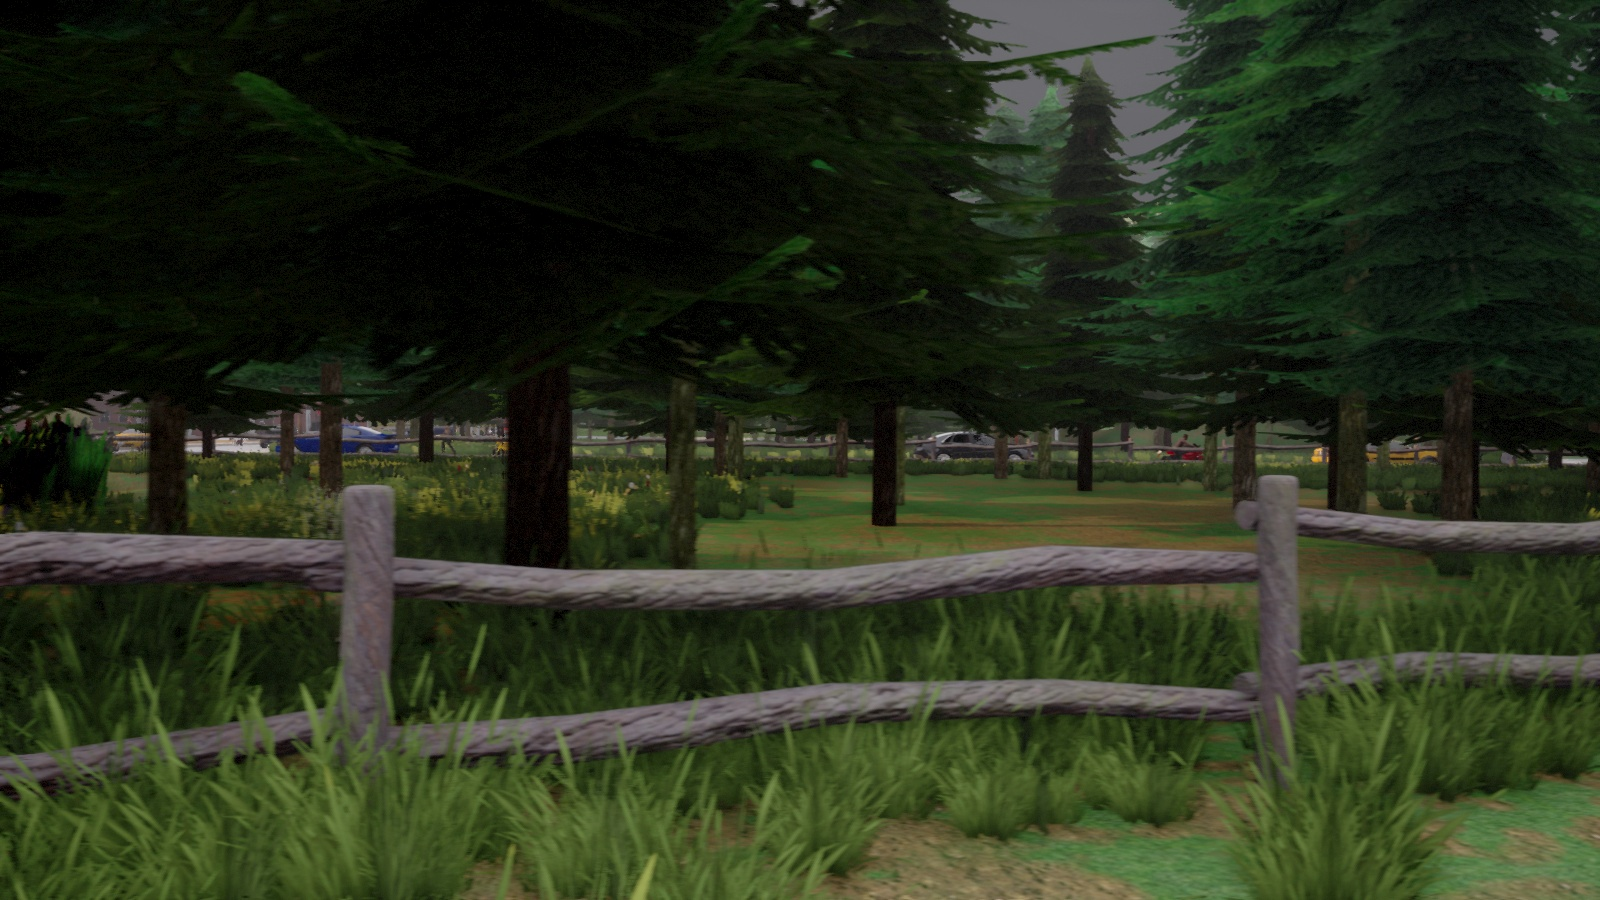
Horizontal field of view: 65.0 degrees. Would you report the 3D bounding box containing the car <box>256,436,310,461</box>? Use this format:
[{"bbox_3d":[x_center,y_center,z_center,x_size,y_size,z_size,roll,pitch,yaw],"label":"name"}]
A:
[{"bbox_3d":[-33.030,-0.124,80.368,1.837,1.490,4.892,-1,1,-5],"label":"car"}]

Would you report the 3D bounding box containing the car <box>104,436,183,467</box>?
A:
[{"bbox_3d":[-35.497,0.034,68.053,1.801,1.575,5.366,-1,1,-5],"label":"car"}]

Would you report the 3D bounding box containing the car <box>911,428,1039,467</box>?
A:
[{"bbox_3d":[7.105,-0.122,51.238,4.892,1.490,1.837,-1,1,-4],"label":"car"}]

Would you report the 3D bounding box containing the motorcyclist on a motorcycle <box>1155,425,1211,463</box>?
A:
[{"bbox_3d":[15.786,-0.248,51.790,2.044,1.523,0.797,-1,1,-4],"label":"motorcyclist on a motorcycle"}]

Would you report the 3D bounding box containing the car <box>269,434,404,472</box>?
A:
[{"bbox_3d":[-19.601,0.102,53.261,5.008,1.535,1.882,-1,1,-2],"label":"car"}]

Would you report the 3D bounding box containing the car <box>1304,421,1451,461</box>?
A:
[{"bbox_3d":[24.021,-0.390,52.321,5.366,1.575,1.801,-1,1,-4],"label":"car"}]

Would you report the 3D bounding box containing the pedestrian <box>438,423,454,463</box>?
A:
[{"bbox_3d":[-16.353,-0.328,58.044,0.634,1.846,0.331,-1,1,-8],"label":"pedestrian"}]
